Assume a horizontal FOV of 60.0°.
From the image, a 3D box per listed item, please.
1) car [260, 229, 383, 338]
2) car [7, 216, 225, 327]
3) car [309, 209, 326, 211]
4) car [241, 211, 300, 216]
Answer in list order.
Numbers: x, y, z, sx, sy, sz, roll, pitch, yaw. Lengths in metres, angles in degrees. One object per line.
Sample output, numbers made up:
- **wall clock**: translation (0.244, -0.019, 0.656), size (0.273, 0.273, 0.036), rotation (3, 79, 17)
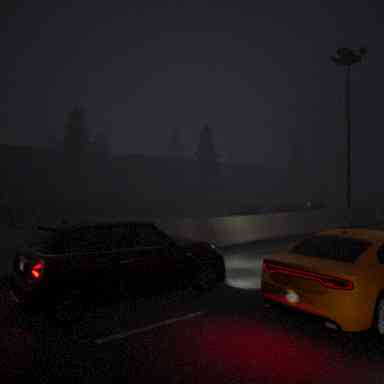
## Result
- **car**: translation (3.494, 1.489, 6.742), size (5.008, 1.535, 1.882), rotation (0, 0, -39)
- **car**: translation (-1.404, 1.372, 7.347), size (4.553, 1.767, 2.097), rotation (0, 0, -37)
- **car**: translation (14.113, 1.426, 39.551), size (4.553, 1.767, 2.097), rotation (0, 0, -42)
- **car**: translation (5.727, 1.572, 22.749), size (4.674, 1.442, 1.812), rotation (0, 0, -42)
